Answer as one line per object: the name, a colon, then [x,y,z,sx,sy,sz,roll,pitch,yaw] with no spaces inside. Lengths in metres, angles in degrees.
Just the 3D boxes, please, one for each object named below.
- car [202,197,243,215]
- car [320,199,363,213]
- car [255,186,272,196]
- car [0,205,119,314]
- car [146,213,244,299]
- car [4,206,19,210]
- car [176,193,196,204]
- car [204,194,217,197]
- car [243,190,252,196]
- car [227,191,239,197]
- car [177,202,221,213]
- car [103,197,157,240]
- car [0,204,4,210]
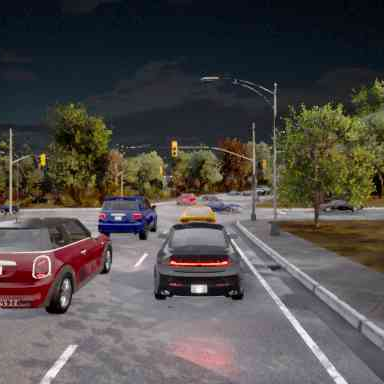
car: [3.216,1.626,36.093,4.674,1.442,1.812,0,0,36]
car: [16.385,1.534,37.011,4.902,1.511,2.128,-1,0,4]
car: [17.947,0.150,83.044,1.882,1.535,5.008,0,3,33]
car: [-3.353,1.363,7.801,2.097,1.767,4.553,0,0,1]
car: [0.154,1.517,8.467,1.837,1.490,4.892,0,0,1]
car: [-21.174,1.827,35.662,4.718,1.301,1.895,-1,0,3]
car: [-0.943,1.296,58.293,2.150,2.045,5.566,0,1,18]
car: [3.762,1.201,71.114,2.033,1.411,5.357,0,2,23]
car: [14.627,0.267,84.324,1.994,1.385,4.181,0,3,33]
car: [10.451,0.410,84.221,1.994,1.385,4.181,0,3,31]
car: [0.348,1.518,17.846,1.882,1.535,5.008,0,0,2]
car: [-3.181,1.260,17.364,2.150,2.045,5.566,0,0,2]
car: [-21.519,1.709,32.172,4.902,1.511,2.128,-1,0,4]
